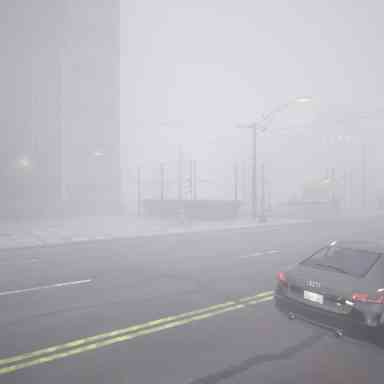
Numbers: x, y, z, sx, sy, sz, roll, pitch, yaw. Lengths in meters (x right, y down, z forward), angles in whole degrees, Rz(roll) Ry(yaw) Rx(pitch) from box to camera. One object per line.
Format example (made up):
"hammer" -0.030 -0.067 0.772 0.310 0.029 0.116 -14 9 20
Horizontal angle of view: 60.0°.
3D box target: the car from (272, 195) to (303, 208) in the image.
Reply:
"car" 13.347 1.254 44.710 4.553 1.767 2.185 0 0 -36

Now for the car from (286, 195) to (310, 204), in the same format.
"car" 20.261 1.420 63.769 4.674 1.452 2.002 0 0 -36

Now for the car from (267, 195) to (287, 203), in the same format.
"car" 17.356 1.452 67.771 3.806 1.475 1.970 0 0 -36

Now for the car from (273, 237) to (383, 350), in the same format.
"car" 3.480 1.564 6.227 4.181 1.385 1.994 0 0 -35
